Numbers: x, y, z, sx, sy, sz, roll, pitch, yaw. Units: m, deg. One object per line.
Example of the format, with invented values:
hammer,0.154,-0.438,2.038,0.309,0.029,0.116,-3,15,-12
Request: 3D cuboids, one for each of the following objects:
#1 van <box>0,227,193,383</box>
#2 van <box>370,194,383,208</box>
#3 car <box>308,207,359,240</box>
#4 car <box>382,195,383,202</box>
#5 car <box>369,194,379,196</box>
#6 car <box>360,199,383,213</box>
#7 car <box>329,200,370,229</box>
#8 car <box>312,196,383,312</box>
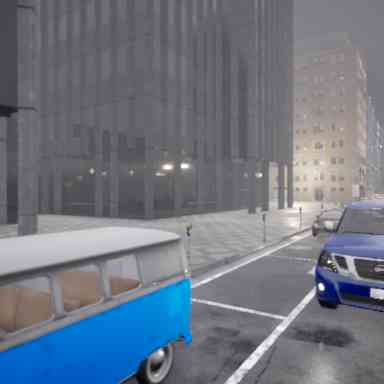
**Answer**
van,-1.594,1.341,3.214,1.690,1.788,3.998,0,0,33
van,25.786,1.244,45.958,1.690,1.788,3.998,0,0,33
car,7.533,1.558,17.461,1.802,1.307,4.206,0,0,33
car,40.267,1.313,68.563,1.752,1.417,4.829,0,0,33
car,22.743,1.232,41.207,2.192,1.841,5.009,0,0,33
car,19.701,1.495,36.458,1.947,1.339,4.313,0,0,33
car,10.575,1.405,22.211,1.967,1.590,4.097,0,0,33
car,4.386,1.213,7.435,2.150,2.045,5.566,0,0,33
